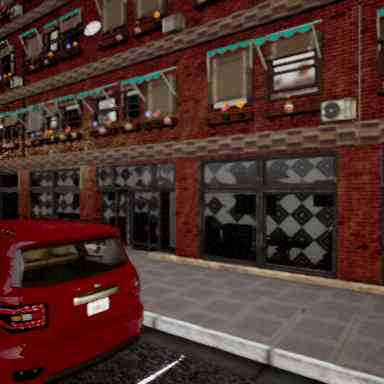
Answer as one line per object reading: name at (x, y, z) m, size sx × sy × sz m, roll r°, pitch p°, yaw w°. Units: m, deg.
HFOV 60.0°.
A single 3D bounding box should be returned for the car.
car at (-2.956, 1.313, 4.976) m, size 5.009 × 1.841 × 2.192 m, roll 0°, pitch 0°, yaw 35°
